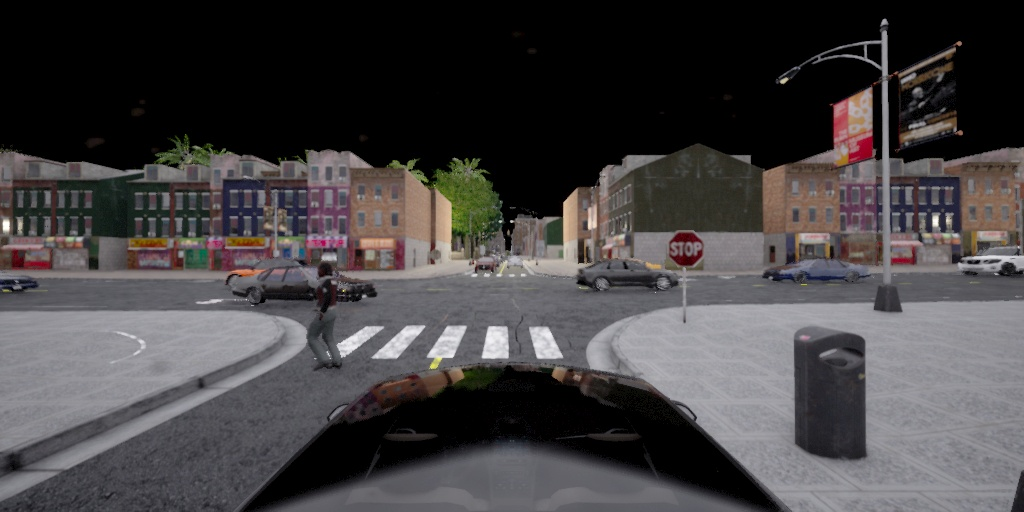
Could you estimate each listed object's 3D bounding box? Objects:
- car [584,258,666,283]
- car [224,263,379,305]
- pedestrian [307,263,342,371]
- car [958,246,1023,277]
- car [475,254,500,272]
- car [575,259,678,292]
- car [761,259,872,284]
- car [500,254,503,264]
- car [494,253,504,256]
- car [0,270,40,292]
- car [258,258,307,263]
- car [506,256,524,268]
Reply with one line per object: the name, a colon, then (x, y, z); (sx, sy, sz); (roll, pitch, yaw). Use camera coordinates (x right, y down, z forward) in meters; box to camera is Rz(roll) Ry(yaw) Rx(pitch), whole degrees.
car: (7.613, 0.967, 24.493); (5.008, 1.535, 1.882); (-1, 0, 1)
car: (-7.786, 1.074, 13.471); (5.357, 1.411, 2.033); (-1, -1, 16)
pedestrian: (-3.184, 0.993, 6.118); (0.375, 1.860, 0.375); (1, -1, 0)
car: (34.351, 0.347, 24.637); (5.566, 2.045, 2.150); (-1, -1, 0)
car: (-2.609, 0.810, 36.643); (1.882, 1.535, 5.008); (0, 1, 2)
car: (5.596, 0.946, 17.676); (4.892, 1.490, 1.837); (-1, -1, -1)
car: (17.959, 0.870, 21.240); (5.357, 1.411, 2.033); (-1, -1, -1)
car: (-2.567, 0.807, 46.910); (1.895, 1.301, 4.718); (0, 1, 0)
car: (-2.548, 0.604, 60.511); (1.994, 1.385, 4.181); (0, 1, 0)
car: (-26.614, 1.120, 17.374); (5.357, 1.411, 2.033); (0, -1, -1)
car: (-14.018, 0.986, 20.940); (4.553, 1.767, 2.097); (0, -1, 0)
car: (0.366, 0.755, 44.984); (1.812, 1.442, 4.674); (0, 1, 0)
